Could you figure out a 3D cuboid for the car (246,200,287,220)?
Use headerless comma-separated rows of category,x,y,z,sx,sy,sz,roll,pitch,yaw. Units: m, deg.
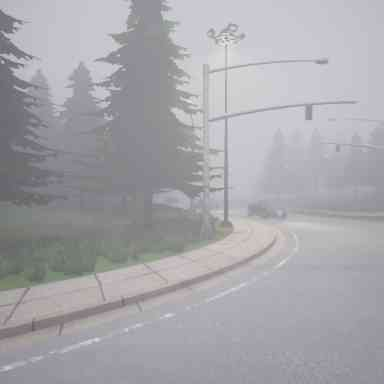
car,6.278,1.491,28.314,2.128,1.511,4.902,0,0,-14

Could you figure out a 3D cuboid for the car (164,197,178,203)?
car,-4.037,1.601,64.450,1.895,1.301,4.718,0,0,-17

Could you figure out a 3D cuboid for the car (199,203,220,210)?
car,2.127,1.492,43.635,2.128,1.511,4.902,0,0,-16
